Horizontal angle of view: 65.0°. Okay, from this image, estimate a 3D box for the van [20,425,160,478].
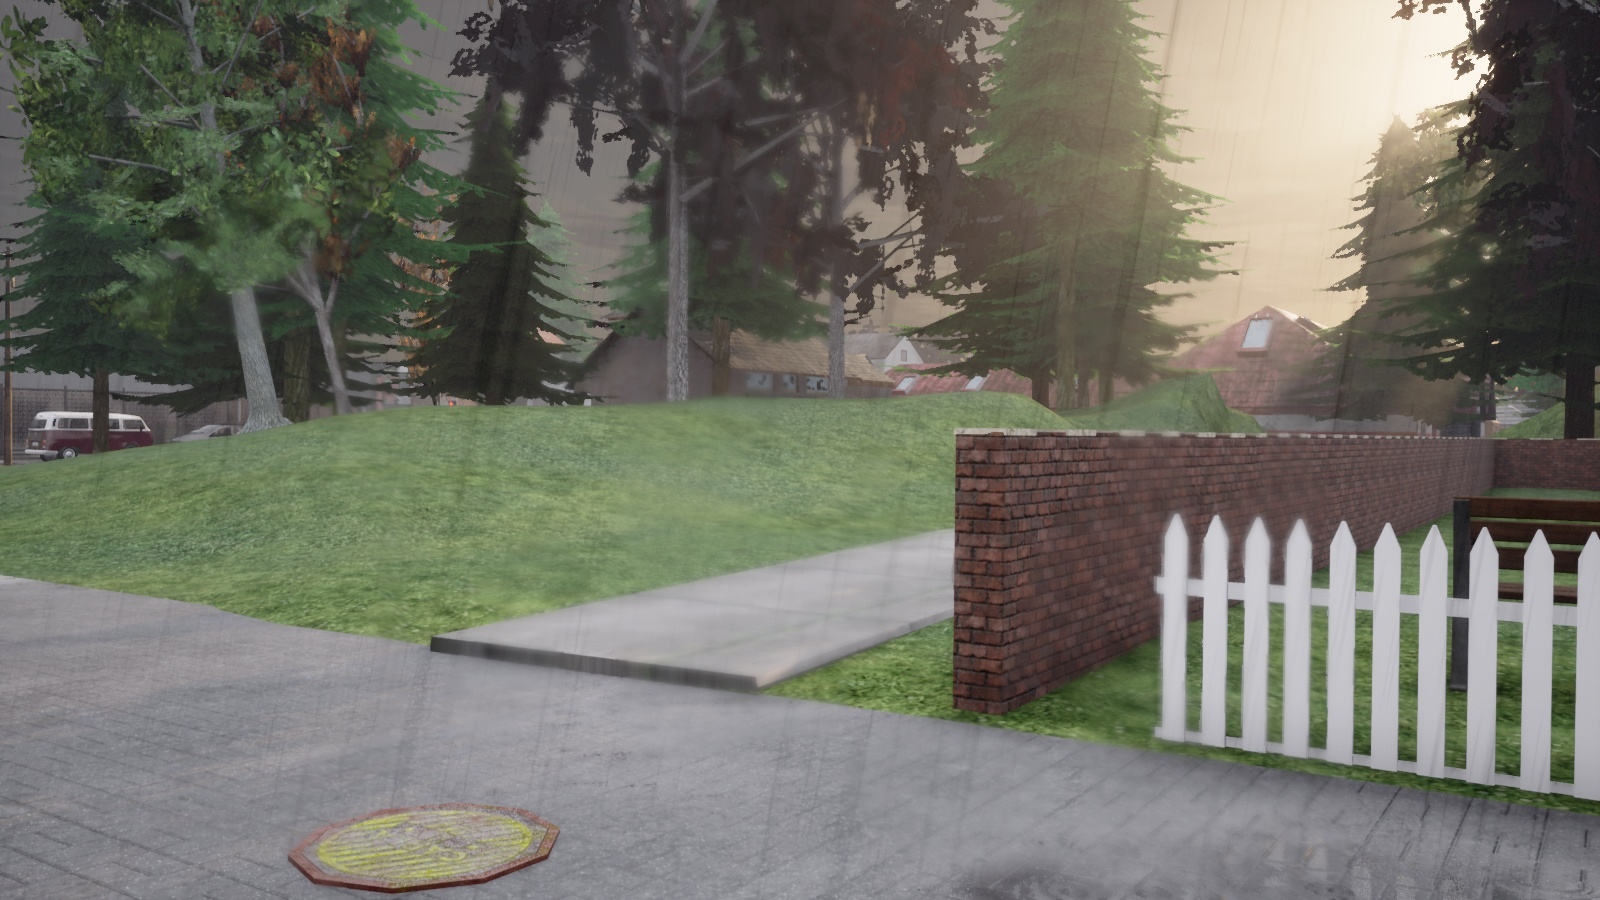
[{"bbox_3d":[-28.738,0.016,50.943,2.069,2.038,4.480,0,1,34],"label":"van"}]

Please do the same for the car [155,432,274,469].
[{"bbox_3d":[-27.744,0.008,59.662,2.242,1.667,4.611,0,1,34],"label":"car"}]
